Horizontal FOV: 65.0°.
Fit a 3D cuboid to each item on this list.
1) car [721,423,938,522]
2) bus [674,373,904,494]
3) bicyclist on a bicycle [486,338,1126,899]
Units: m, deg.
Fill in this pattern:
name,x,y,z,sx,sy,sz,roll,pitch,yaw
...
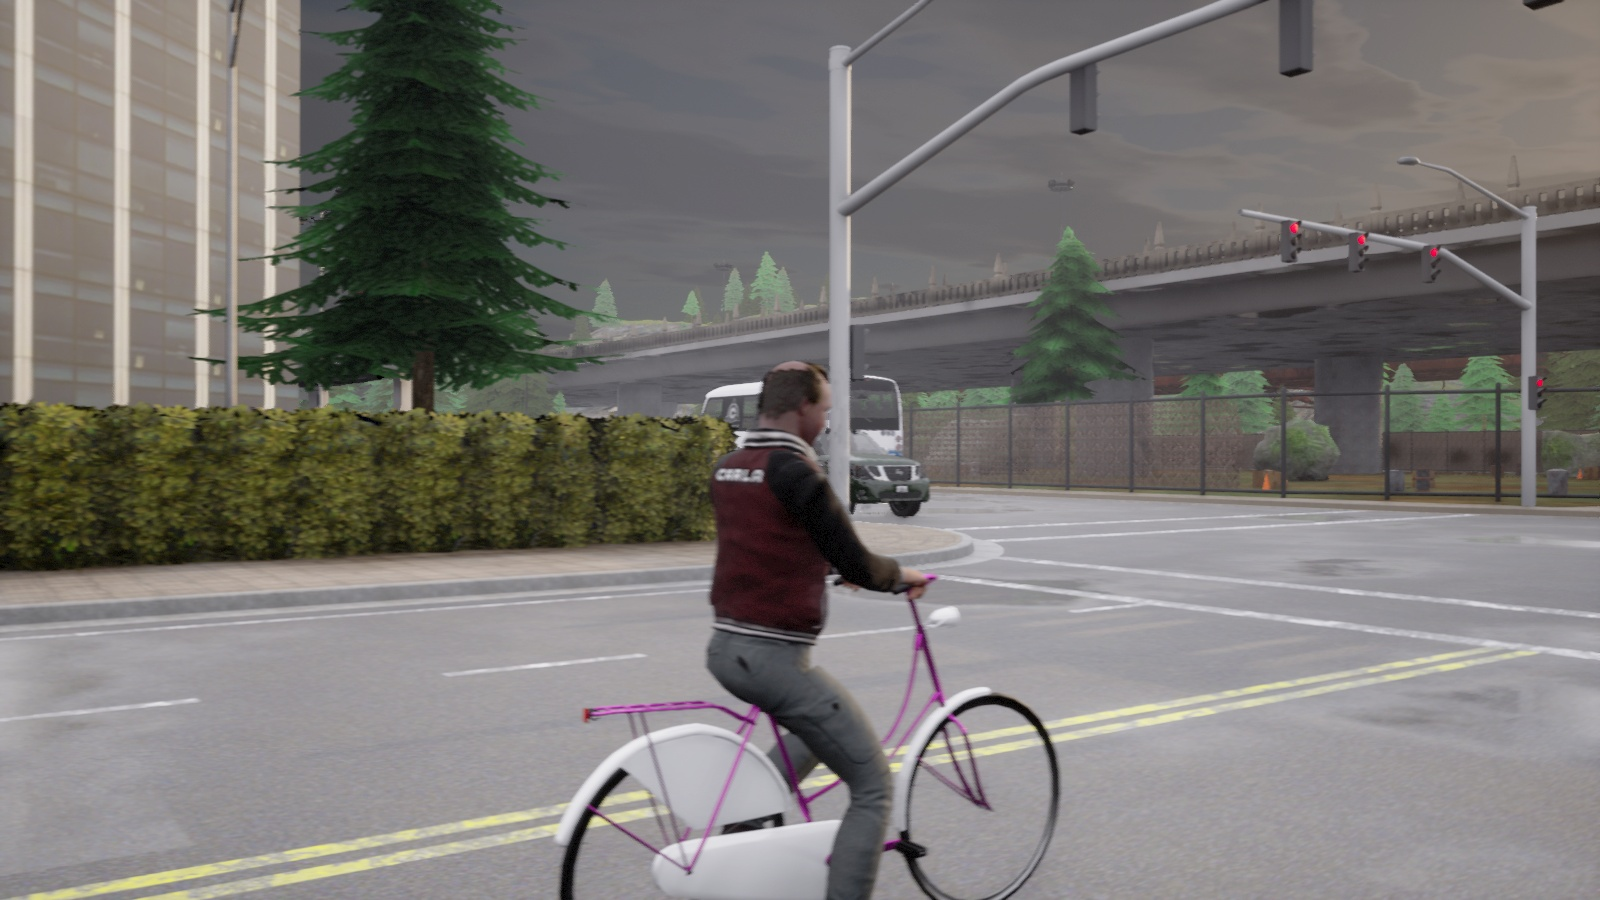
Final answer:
name,x,y,z,sx,sy,sz,roll,pitch,yaw
car,0.533,0.478,29.056,2.150,2.045,5.566,0,0,-35
bus,-0.713,-0.565,49.288,3.944,4.253,10.273,0,0,-35
bicyclist on a bicycle,0.084,0.624,3.718,1.843,1.776,0.659,0,0,-35
